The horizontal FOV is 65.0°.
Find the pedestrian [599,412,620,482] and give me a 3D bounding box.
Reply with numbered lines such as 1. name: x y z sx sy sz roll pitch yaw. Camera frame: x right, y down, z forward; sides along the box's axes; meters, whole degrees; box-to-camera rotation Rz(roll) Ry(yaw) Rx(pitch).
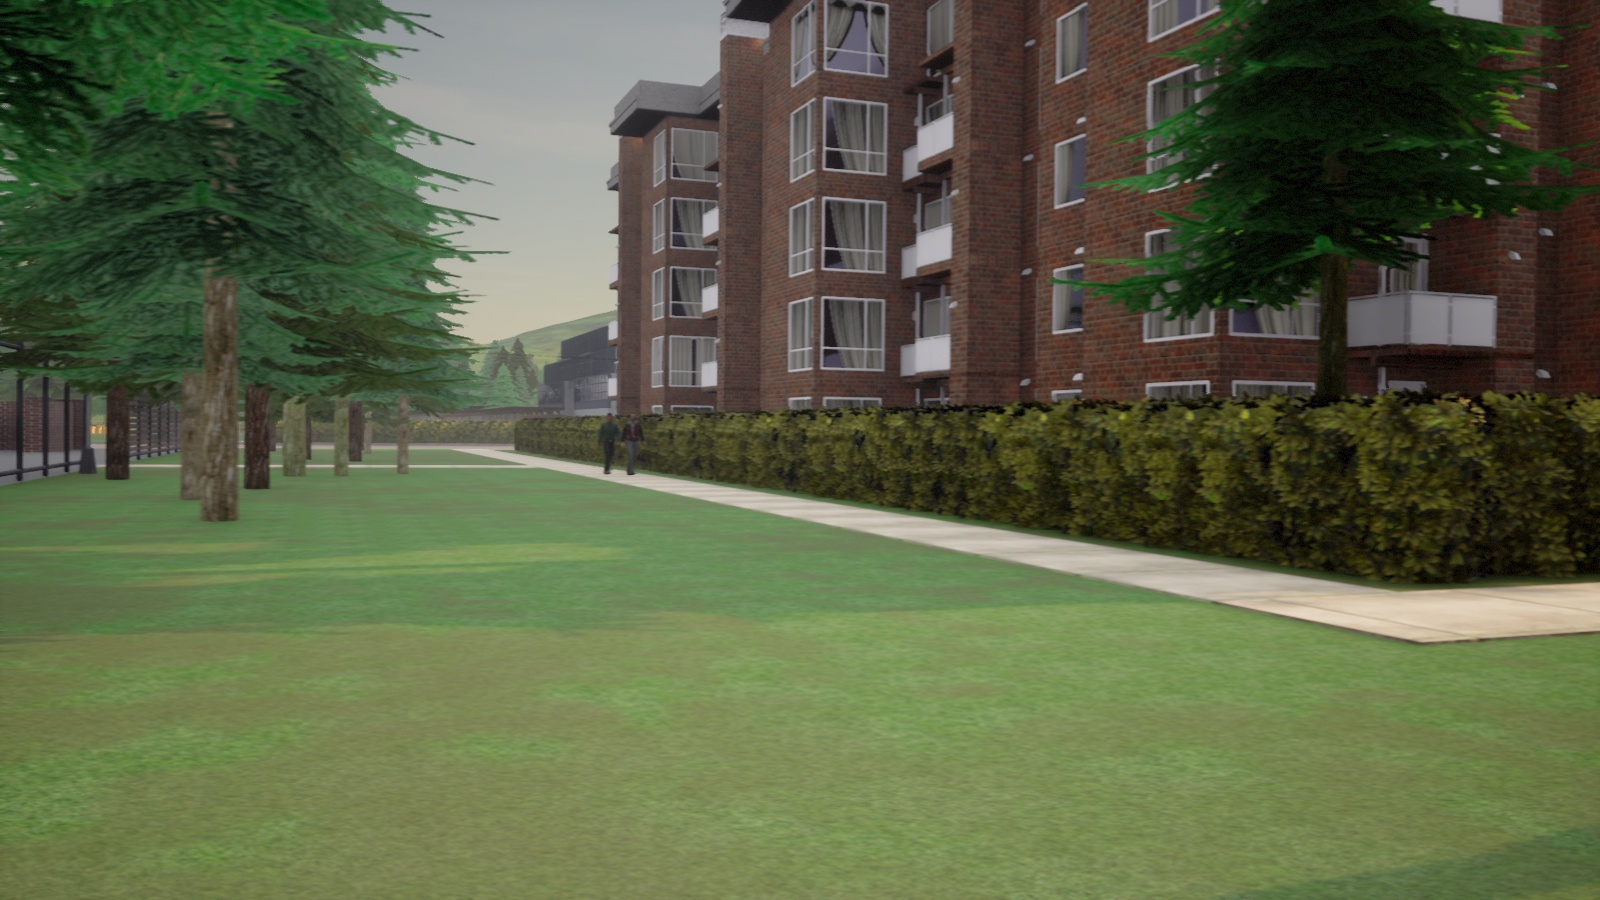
1. pedestrian: -5.414 -0.095 35.695 0.423 1.949 0.788 -1 1 -20

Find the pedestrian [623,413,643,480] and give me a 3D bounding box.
1. pedestrian: -4.727 -0.099 35.484 0.376 1.854 0.720 -1 1 -21
